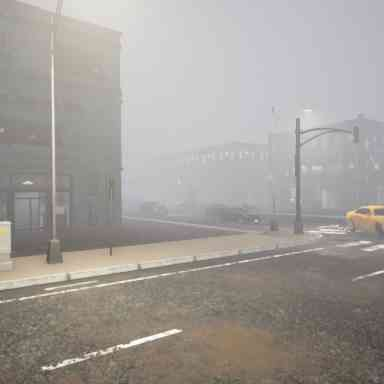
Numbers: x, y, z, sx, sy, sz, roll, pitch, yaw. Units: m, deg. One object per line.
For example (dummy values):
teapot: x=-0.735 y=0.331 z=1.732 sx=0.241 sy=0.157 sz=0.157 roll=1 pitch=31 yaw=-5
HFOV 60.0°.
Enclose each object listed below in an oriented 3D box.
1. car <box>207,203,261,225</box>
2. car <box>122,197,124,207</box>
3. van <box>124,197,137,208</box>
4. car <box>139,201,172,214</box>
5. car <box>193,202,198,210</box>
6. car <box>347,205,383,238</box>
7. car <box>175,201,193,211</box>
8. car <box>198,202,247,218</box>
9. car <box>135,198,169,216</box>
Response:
car: x=3.529 y=1.814 z=26.592 sx=1.947 sy=1.339 sz=4.313 roll=-1 pitch=0 yaw=-35
car: x=-13.626 y=1.939 z=65.384 sx=2.192 sy=1.841 sz=5.009 roll=-1 pitch=0 yaw=-35
van: x=-10.418 y=1.906 z=60.874 sx=1.690 sy=1.788 sz=3.998 roll=-1 pitch=0 yaw=-35
car: x=-4.771 y=1.919 z=42.973 sx=2.128 sy=1.511 sz=4.902 roll=-1 pitch=0 yaw=-35
car: x=2.416 y=1.903 z=42.830 sx=1.802 sy=1.307 sz=4.206 roll=-2 pitch=0 yaw=-35
car: x=10.059 y=1.499 z=17.727 sx=1.882 sy=1.535 sz=5.008 roll=1 pitch=-1 yaw=3
car: x=-0.790 y=1.965 z=47.340 sx=1.802 sy=1.307 sz=4.206 roll=-2 pitch=0 yaw=-35
car: x=2.869 y=1.841 z=32.217 sx=1.994 sy=1.385 sz=4.181 roll=-1 pitch=0 yaw=-35
car: x=-4.416 y=1.846 z=37.971 sx=1.967 sy=1.590 sz=4.097 roll=-1 pitch=0 yaw=-35
